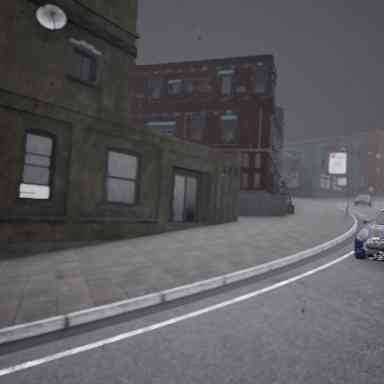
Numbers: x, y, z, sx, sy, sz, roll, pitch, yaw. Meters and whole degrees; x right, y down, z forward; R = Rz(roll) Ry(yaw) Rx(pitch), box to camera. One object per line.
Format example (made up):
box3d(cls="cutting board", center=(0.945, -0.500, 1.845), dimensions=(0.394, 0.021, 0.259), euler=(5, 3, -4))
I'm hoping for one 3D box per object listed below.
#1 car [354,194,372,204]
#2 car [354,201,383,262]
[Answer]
box3d(cls="car", center=(24.871, 1.127, 48.229), dimensions=(2.097, 1.767, 4.553), euler=(2, 1, 31))
box3d(cls="car", center=(7.196, 1.353, 11.535), dimensions=(2.097, 1.767, 4.553), euler=(1, 0, 38))
